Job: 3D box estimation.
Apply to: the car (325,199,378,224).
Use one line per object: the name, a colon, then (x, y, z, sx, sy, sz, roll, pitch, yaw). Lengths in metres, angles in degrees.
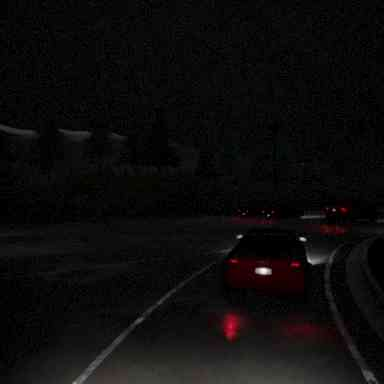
car: (13.834, 1.627, 28.841, 5.566, 2.045, 2.150, 1, -1, -35)

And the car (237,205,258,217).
car: (7.400, 2.090, 37.145, 4.718, 1.301, 1.895, 1, -1, -35)

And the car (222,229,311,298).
car: (2.108, 1.686, 9.021, 1.994, 1.385, 4.181, 0, -1, 17)

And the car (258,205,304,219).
car: (9.376, 2.061, 34.257, 4.718, 1.301, 1.895, 1, -1, -35)
